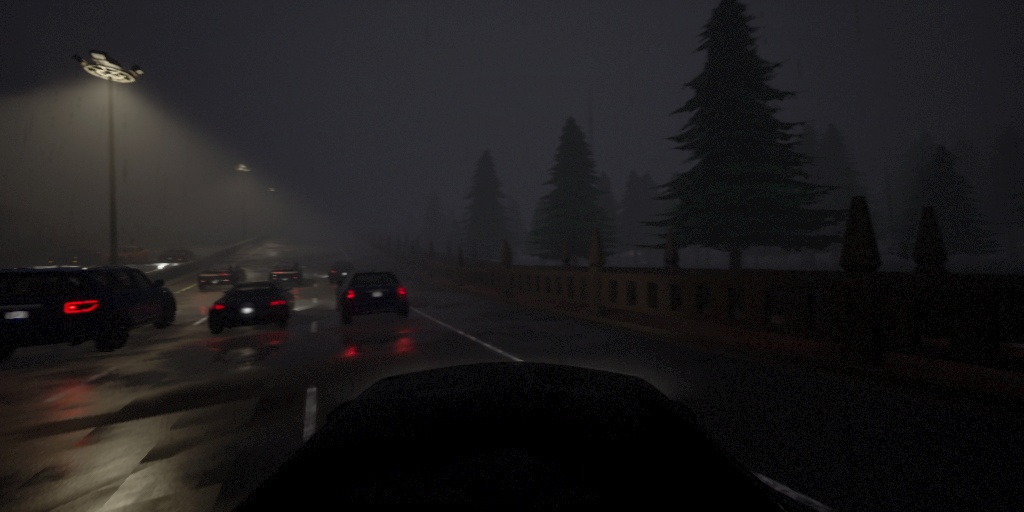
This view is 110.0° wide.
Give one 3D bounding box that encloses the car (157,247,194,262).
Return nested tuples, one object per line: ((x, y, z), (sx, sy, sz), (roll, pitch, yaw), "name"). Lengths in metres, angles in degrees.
((-33.961, -0.150, 36.320), (1.994, 1.385, 4.181), (-1, 6, -28), "car")

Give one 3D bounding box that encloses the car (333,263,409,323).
((-5.363, 1.280, 13.495), (2.097, 1.767, 4.553), (-1, 0, -28), "car")

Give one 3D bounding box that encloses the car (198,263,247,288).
((-18.672, 1.210, 23.278), (2.128, 1.511, 4.902), (-1, 4, -28), "car")

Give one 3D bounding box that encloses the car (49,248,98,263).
((-40.110, -0.010, 32.980), (1.994, 1.385, 4.181), (-1, 6, -28), "car")

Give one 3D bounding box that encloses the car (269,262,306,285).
((-15.586, 1.140, 24.927), (2.128, 1.511, 4.902), (-1, 4, -28), "car")

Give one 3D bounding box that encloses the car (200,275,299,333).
((-8.615, 1.565, 12.167), (1.994, 1.385, 4.181), (-1, 0, -28), "car")

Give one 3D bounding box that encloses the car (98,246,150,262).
((-37.005, -0.160, 34.590), (1.882, 1.535, 5.008), (-1, 6, -28), "car")

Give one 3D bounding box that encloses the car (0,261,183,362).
((-11.200, 1.289, 9.573), (2.150, 2.045, 5.566), (-1, 0, -28), "car")

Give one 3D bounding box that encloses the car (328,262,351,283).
((-12.697, 1.121, 26.948), (1.994, 1.385, 4.181), (-1, 4, -28), "car")
